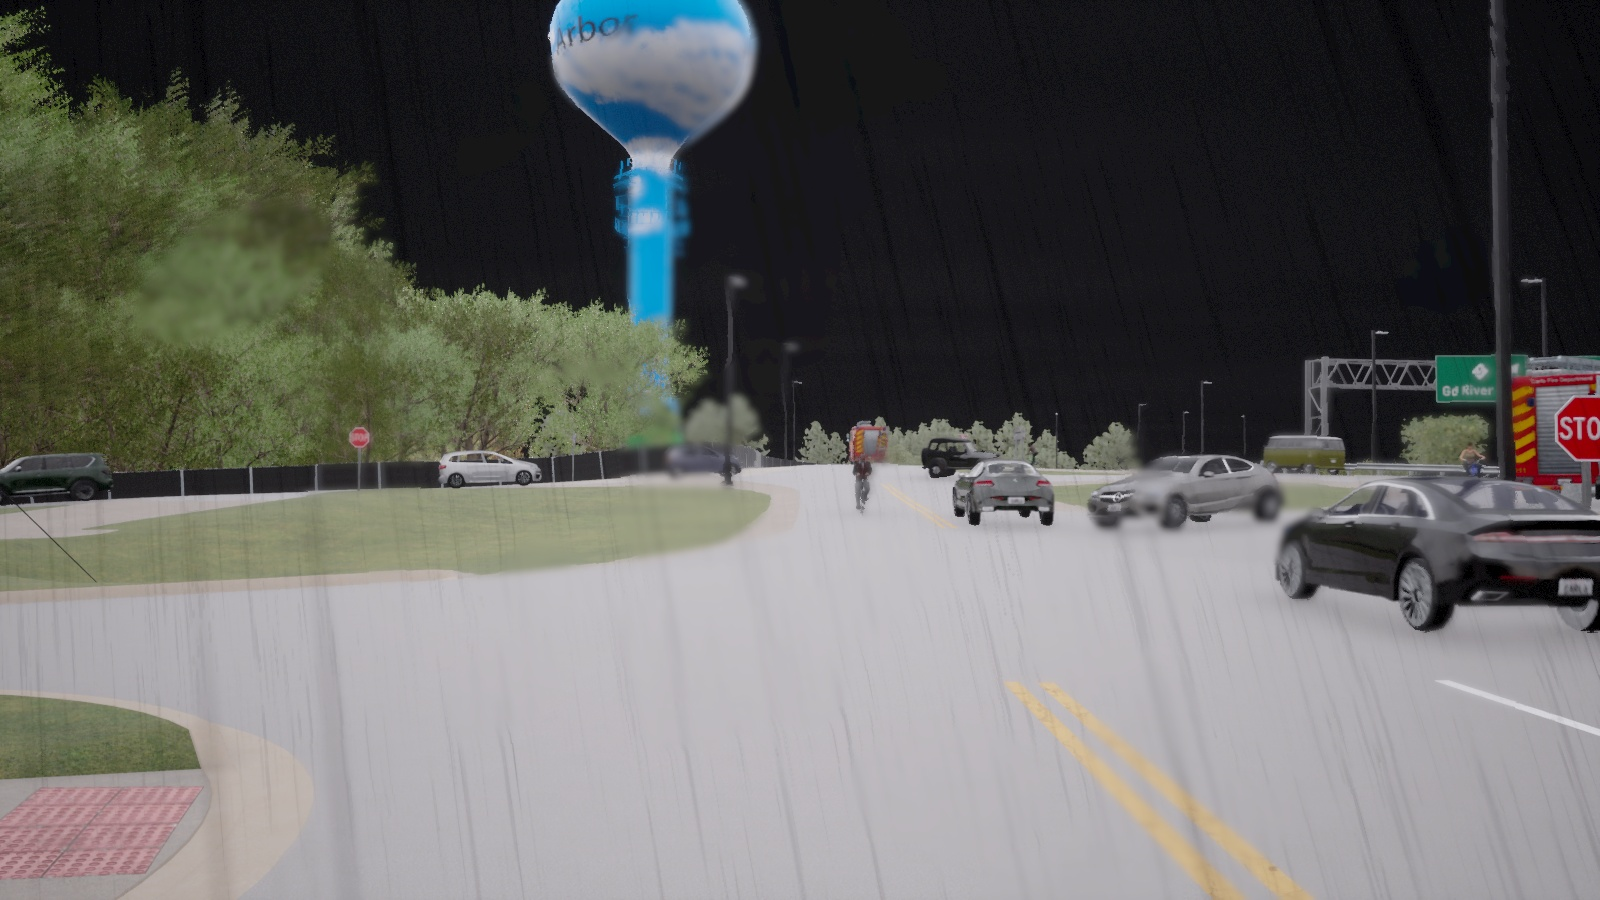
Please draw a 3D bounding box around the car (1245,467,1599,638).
[{"bbox_3d":[6.849,0.954,13.711,2.128,1.511,4.902,0,-1,-2],"label":"car"}]

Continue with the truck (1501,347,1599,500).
[{"bbox_3d":[22.615,-0.725,34.870,8.468,3.827,2.891,-1,-1,-43],"label":"truck"}]

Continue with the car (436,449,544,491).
[{"bbox_3d":[-13.995,0.881,56.844,4.611,1.667,2.242,-2,0,-13],"label":"car"}]

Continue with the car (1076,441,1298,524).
[{"bbox_3d":[8.954,0.717,28.891,5.027,1.651,2.152,-2,-1,-35],"label":"car"}]

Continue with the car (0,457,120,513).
[{"bbox_3d":[-31.886,1.489,52.557,5.566,2.045,2.150,-4,1,-41],"label":"car"}]

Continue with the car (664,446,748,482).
[{"bbox_3d":[-4.424,0.657,58.952,3.633,1.501,1.845,-2,0,-14],"label":"car"}]

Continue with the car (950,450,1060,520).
[{"bbox_3d":[5.314,0.857,33.244,2.152,1.651,5.027,0,1,1],"label":"car"}]

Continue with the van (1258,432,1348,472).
[{"bbox_3d":[26.179,0.093,65.493,1.775,1.987,4.442,1,0,-21],"label":"van"}]

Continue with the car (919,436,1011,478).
[{"bbox_3d":[7.629,0.308,58.102,3.866,1.878,1.905,0,2,22],"label":"car"}]
